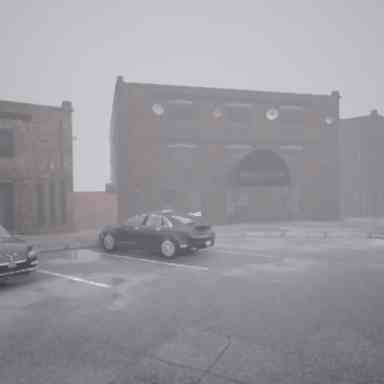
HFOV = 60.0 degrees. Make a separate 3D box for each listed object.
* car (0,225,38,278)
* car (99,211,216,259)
[{"bbox_3d":[-6.212,1.487,9.172,4.892,1.521,2.231,-1,-1,35],"label":"car"},{"bbox_3d":[-1.433,1.482,12.567,4.892,1.521,2.231,-1,0,34],"label":"car"}]
